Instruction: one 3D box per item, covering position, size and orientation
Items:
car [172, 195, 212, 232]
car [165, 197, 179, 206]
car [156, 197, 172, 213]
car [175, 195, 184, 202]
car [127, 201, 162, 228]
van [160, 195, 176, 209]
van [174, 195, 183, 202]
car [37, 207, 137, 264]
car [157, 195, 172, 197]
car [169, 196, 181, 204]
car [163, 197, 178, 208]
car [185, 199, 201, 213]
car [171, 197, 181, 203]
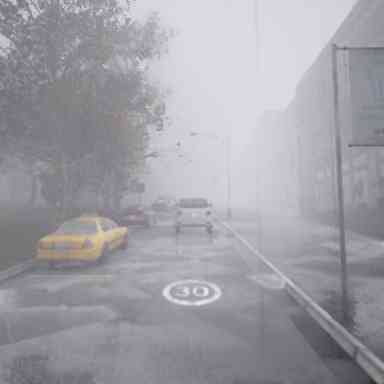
[{"bbox_3d":[0.097,1.336,20.943,2.150,2.045,5.566,0,0,0],"label":"car"},{"bbox_3d":[-3.657,1.781,62.127,2.097,1.535,5.008,0,0,2],"label":"car"},{"bbox_3d":[-3.655,1.678,39.847,2.097,1.535,5.008,0,0,2],"label":"car"},{"bbox_3d":[-3.660,1.835,95.525,2.185,1.767,4.553,0,0,2],"label":"car"},{"bbox_3d":[-3.653,1.634,23.168,2.163,1.488,4.792,0,0,2],"label":"car"},{"bbox_3d":[-3.652,1.502,51.110,1.878,1.987,4.442,0,0,2],"label":"van"},{"bbox_3d":[-3.654,1.705,90.103,1.878,1.987,4.442,0,0,2],"label":"van"},{"bbox_3d":[-3.647,1.546,12.182,1.946,1.575,5.366,0,0,2],"label":"car"},{"bbox_3d":[-3.655,1.451,45.452,2.435,2.045,5.566,0,0,2],"label":"car"},{"bbox_3d":[-3.659,1.715,73.243,2.185,1.767,4.553,0,0,2],"label":"car"},{"bbox_3d":[-3.649,1.752,56.748,1.946,1.575,5.366,0,0,2],"label":"car"},{"bbox_3d":[0.097,1.712,41.662,1.837,1.490,4.892,0,0,0],"label":"car"},{"bbox_3d":[-3.657,1.911,78.841,2.002,1.452,4.674,0,0,2],"label":"car"}]
